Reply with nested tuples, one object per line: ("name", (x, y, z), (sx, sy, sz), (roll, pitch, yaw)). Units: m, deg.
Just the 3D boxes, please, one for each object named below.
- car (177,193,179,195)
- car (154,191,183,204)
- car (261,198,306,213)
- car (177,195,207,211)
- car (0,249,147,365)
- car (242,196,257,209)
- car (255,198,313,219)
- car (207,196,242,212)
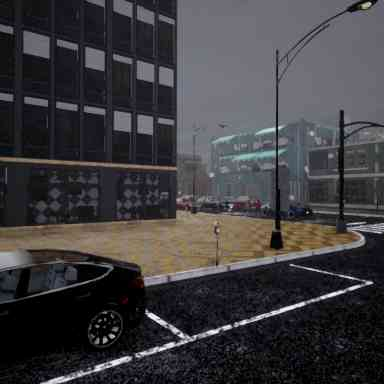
("car", (-3.099, 1.131, 41.329), (1.994, 1.385, 4.181), (0, 1, -36))
("car", (-3.794, 0.794, 52.085), (2.192, 1.841, 5.009), (1, 0, -36))
("car", (9.311, 1.340, 34.189), (1.802, 1.307, 4.206), (1, 0, -36))
("car", (-0.728, 1.231, 33.712), (1.802, 1.307, 4.206), (1, 0, -36))
("car", (-2.715, 1.566, 4.618), (4.313, 1.339, 1.947), (0, 0, -35))
("car", (6.035, 1.130, 38.665), (1.967, 1.590, 4.097), (1, 0, -36))
("car", (7.561, 1.355, 26.762), (1.994, 1.385, 4.181), (0, 1, -36))
("car", (2.324, 1.173, 33.918), (2.128, 1.511, 4.902), (0, 1, -36))
